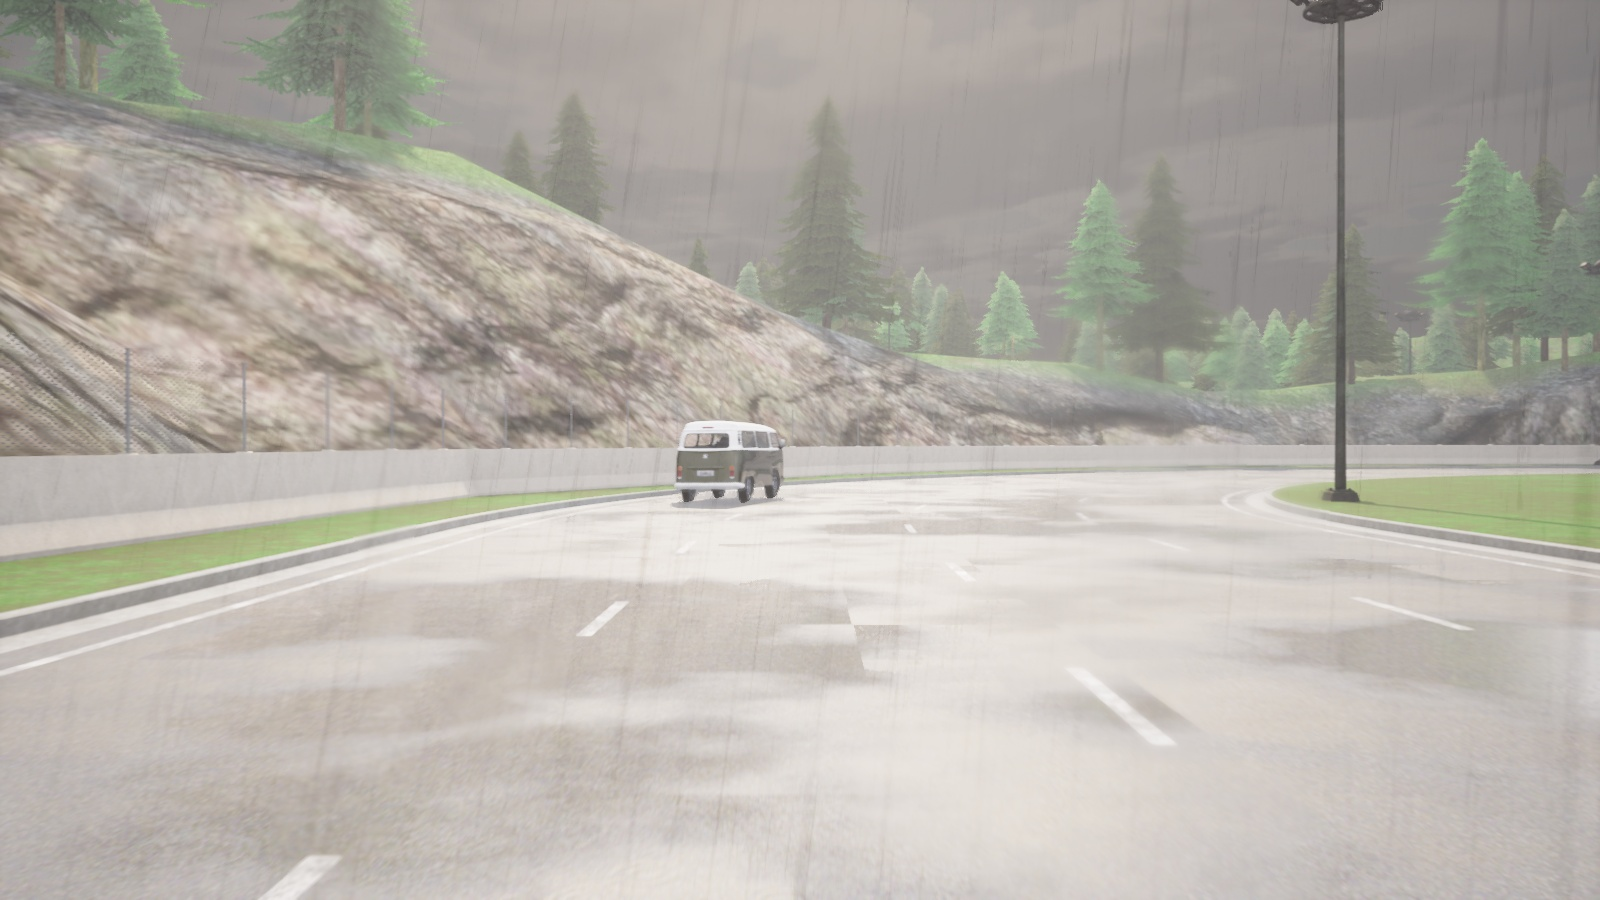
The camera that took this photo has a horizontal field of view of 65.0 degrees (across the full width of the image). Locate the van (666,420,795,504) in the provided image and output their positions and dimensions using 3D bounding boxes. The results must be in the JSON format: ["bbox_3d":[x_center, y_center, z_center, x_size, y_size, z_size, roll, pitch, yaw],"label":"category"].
[{"bbox_3d":[-1.718,0.284,32.696,2.069,2.038,4.480,0,0,15],"label":"van"}]
